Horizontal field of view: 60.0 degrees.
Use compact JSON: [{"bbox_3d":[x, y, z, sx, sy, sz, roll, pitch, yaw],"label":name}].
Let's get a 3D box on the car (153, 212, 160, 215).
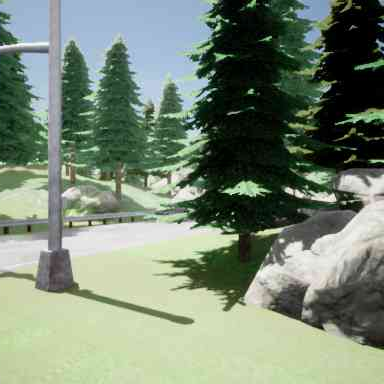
[{"bbox_3d":[-0.776,1.562,26.134,2.033,1.411,5.357,0,0,36],"label":"car"}]
